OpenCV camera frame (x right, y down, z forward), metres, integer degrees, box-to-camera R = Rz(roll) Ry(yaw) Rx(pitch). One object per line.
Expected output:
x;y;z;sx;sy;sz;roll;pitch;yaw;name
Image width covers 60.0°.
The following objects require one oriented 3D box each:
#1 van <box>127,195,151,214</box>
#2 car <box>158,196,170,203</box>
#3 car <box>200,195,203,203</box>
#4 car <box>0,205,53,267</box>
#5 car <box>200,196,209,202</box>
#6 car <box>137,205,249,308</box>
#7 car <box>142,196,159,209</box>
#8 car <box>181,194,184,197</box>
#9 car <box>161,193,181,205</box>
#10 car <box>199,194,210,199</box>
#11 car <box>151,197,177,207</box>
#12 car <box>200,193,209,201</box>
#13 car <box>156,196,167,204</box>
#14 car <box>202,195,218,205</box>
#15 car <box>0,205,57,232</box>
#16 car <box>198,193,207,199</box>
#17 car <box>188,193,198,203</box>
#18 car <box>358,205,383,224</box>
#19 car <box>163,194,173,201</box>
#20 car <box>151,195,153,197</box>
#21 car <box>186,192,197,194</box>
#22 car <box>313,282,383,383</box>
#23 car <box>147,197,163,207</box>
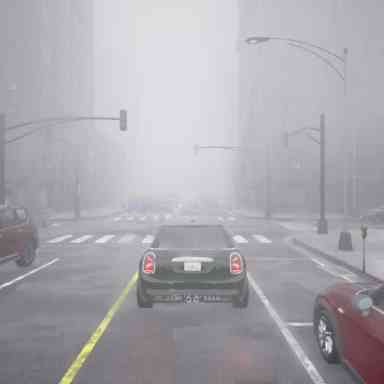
-5.807;1.337;35.606;1.690;1.788;3.998;0;0;0;van
-5.758;1.540;69.181;2.008;1.369;4.403;0;0;0;car
2.743;1.544;52.404;2.008;1.369;4.403;0;0;0;car
-5.846;1.315;8.658;2.192;1.841;5.009;0;0;0;car
2.776;1.570;74.781;1.802;1.307;4.206;0;0;0;car
0.021;1.352;8.076;2.097;1.767;4.553;0;0;0;car
-5.791;1.435;46.798;1.967;1.590;4.097;0;0;0;car
-2.968;1.592;61.905;1.895;1.301;4.718;0;0;1;car
-3.034;1.218;46.632;2.150;2.045;5.566;0;0;0;car
2.751;1.558;57.998;1.947;1.339;4.313;0;0;0;car
-3.050;1.544;36.060;2.033;1.411;5.357;0;0;0;car
3.125;1.211;86.603;2.150;2.045;5.566;0;0;0;car
-5.767;1.516;63.415;1.752;1.417;4.829;0;0;0;car
2.735;1.520;46.979;1.752;1.417;4.829;0;0;0;car
-10.728;1.530;19.852;4.674;1.442;1.812;0;0;9;car
2.759;1.306;63.592;2.192;1.841;5.009;0;0;0;car
0.150;1.516;66.629;1.812;1.442;4.674;0;0;0;car
14.411;1.516;23.753;4.674;1.442;1.812;0;0;1;car
-5.742;1.302;80.372;2.192;1.841;5.009;0;0;0;car
-5.799;1.310;41.202;2.192;1.841;5.009;0;0;0;car
0.110;1.362;76.595;1.812;1.442;4.674;0;0;0;car
2.672;1.440;3.148;1.967;1.590;4.097;0;0;0;car
-5.783;1.538;52.394;1.887;1.381;4.507;0;0;0;car
